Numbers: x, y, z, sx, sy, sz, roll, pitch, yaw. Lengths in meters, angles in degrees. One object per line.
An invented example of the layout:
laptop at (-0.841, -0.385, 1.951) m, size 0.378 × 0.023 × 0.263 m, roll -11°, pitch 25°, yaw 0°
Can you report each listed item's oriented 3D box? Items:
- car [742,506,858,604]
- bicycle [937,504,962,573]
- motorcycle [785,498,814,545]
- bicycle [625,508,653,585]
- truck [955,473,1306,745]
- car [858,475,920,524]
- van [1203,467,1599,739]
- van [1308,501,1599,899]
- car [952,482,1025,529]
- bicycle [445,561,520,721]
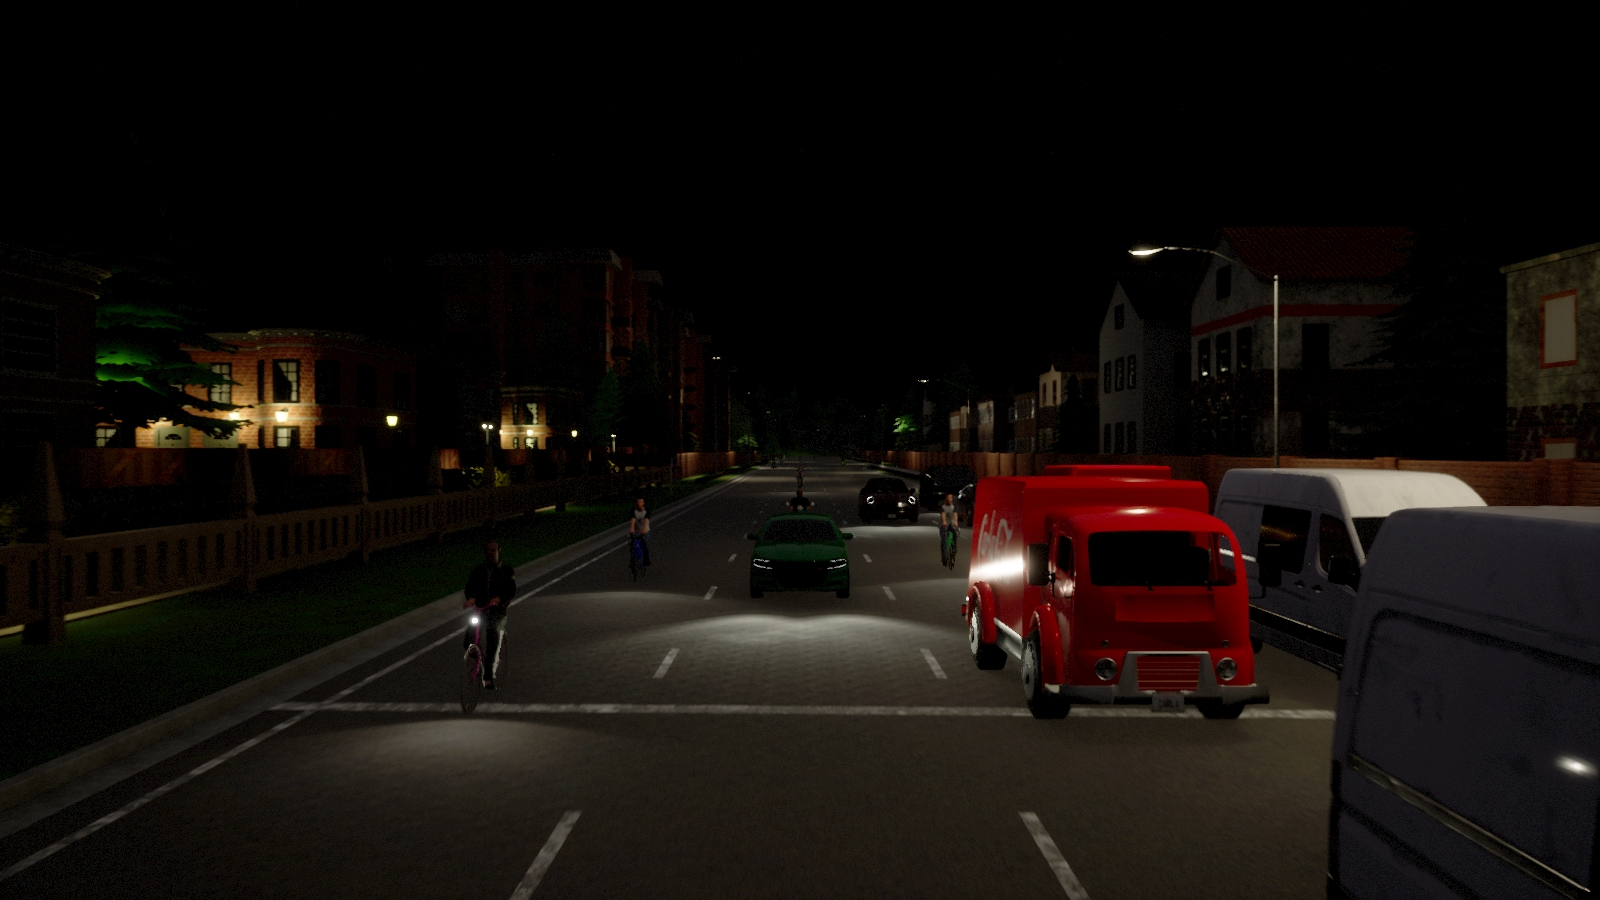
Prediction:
car at (-0.001, 2.033, 23.227) m, size 2.097 × 1.535 × 5.006 m, roll 0°, pitch 0°, yaw 0°
bicycle at (3.518, 2.055, 26.912) m, size 0.373 × 1.496 × 1.643 m, roll 0°, pitch 0°, yaw 0°
motorcycle at (-0.003, 2.141, 34.607) m, size 0.856 × 1.316 × 1.805 m, roll 0°, pitch 0°, yaw 0°
bicycle at (-3.460, 2.055, 24.634) m, size 0.373 × 1.496 × 1.643 m, roll 0°, pitch 0°, yaw 0°
truck at (3.499, 1.566, 13.467) m, size 2.627 × 2.467 × 5.204 m, roll 0°, pitch 0°, yaw 0°
car at (3.463, 1.904, 45.262) m, size 2.097 × 1.767 × 4.553 m, roll 0°, pitch 0°, yaw 0°
van at (7.002, 1.534, 14.086) m, size 1.988 × 2.561 × 5.915 m, roll 0°, pitch 0°, yaw 0°
van at (3.504, 1.534, 2.690) m, size 1.988 × 2.561 × 5.915 m, roll 0°, pitch 0°, yaw 0°
car at (6.994, 2.038, 42.887) m, size 2.007 × 1.525 × 4.514 m, roll 0°, pitch 0°, yaw 0°
bicycle at (-3.493, 2.060, 12.683) m, size 0.329 × 1.471 × 1.835 m, roll 0°, pitch 0°, yaw 0°
